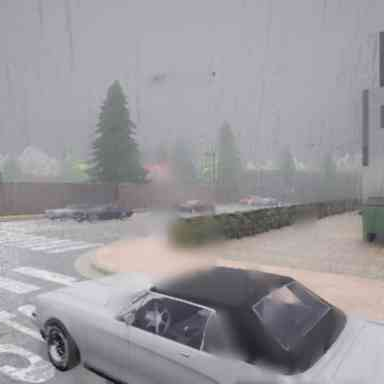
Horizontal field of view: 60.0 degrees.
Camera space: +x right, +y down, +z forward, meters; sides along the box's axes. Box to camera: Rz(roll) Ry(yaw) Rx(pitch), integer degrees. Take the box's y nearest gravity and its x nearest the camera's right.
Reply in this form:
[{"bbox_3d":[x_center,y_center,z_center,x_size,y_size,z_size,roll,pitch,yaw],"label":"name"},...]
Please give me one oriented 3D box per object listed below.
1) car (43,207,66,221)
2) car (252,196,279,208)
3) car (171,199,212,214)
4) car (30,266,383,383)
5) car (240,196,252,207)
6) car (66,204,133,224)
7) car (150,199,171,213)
[{"bbox_3d":[-9.776,1.653,27.679,1.895,1.301,4.718,0,0,36],"label":"car"},{"bbox_3d":[11.441,1.568,50.228,1.812,1.442,4.674,0,0,41],"label":"car"},{"bbox_3d":[0.327,1.522,35.623,1.882,1.535,5.008,0,0,36],"label":"car"},{"bbox_3d":[0.063,1.606,3.967,4.718,1.301,1.895,0,0,37],"label":"car"},{"bbox_3d":[9.705,1.401,53.560,2.097,1.767,4.553,0,0,43],"label":"car"},{"bbox_3d":[-6.889,1.645,25.695,1.895,1.301,4.718,0,0,36],"label":"car"},{"bbox_3d":[-2.611,1.544,37.532,2.128,1.511,4.902,0,0,36],"label":"car"}]
